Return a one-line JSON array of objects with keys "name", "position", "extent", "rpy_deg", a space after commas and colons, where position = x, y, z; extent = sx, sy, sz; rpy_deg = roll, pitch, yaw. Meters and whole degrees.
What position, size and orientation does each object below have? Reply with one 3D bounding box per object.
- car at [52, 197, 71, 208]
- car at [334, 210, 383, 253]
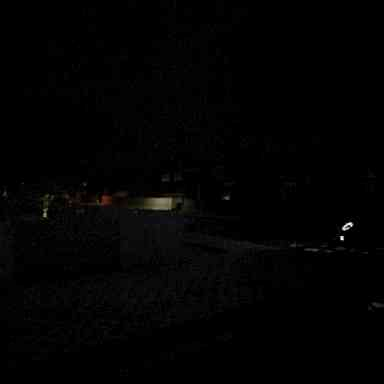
[{"name": "car", "position": [-18.531, 1.501, 47.006], "extent": [1.837, 1.490, 4.892], "rpy_deg": [0, 0, -35]}, {"name": "car", "position": [7.905, 1.317, 12.666], "extent": [4.553, 1.767, 2.097], "rpy_deg": [0, -1, 19]}]
